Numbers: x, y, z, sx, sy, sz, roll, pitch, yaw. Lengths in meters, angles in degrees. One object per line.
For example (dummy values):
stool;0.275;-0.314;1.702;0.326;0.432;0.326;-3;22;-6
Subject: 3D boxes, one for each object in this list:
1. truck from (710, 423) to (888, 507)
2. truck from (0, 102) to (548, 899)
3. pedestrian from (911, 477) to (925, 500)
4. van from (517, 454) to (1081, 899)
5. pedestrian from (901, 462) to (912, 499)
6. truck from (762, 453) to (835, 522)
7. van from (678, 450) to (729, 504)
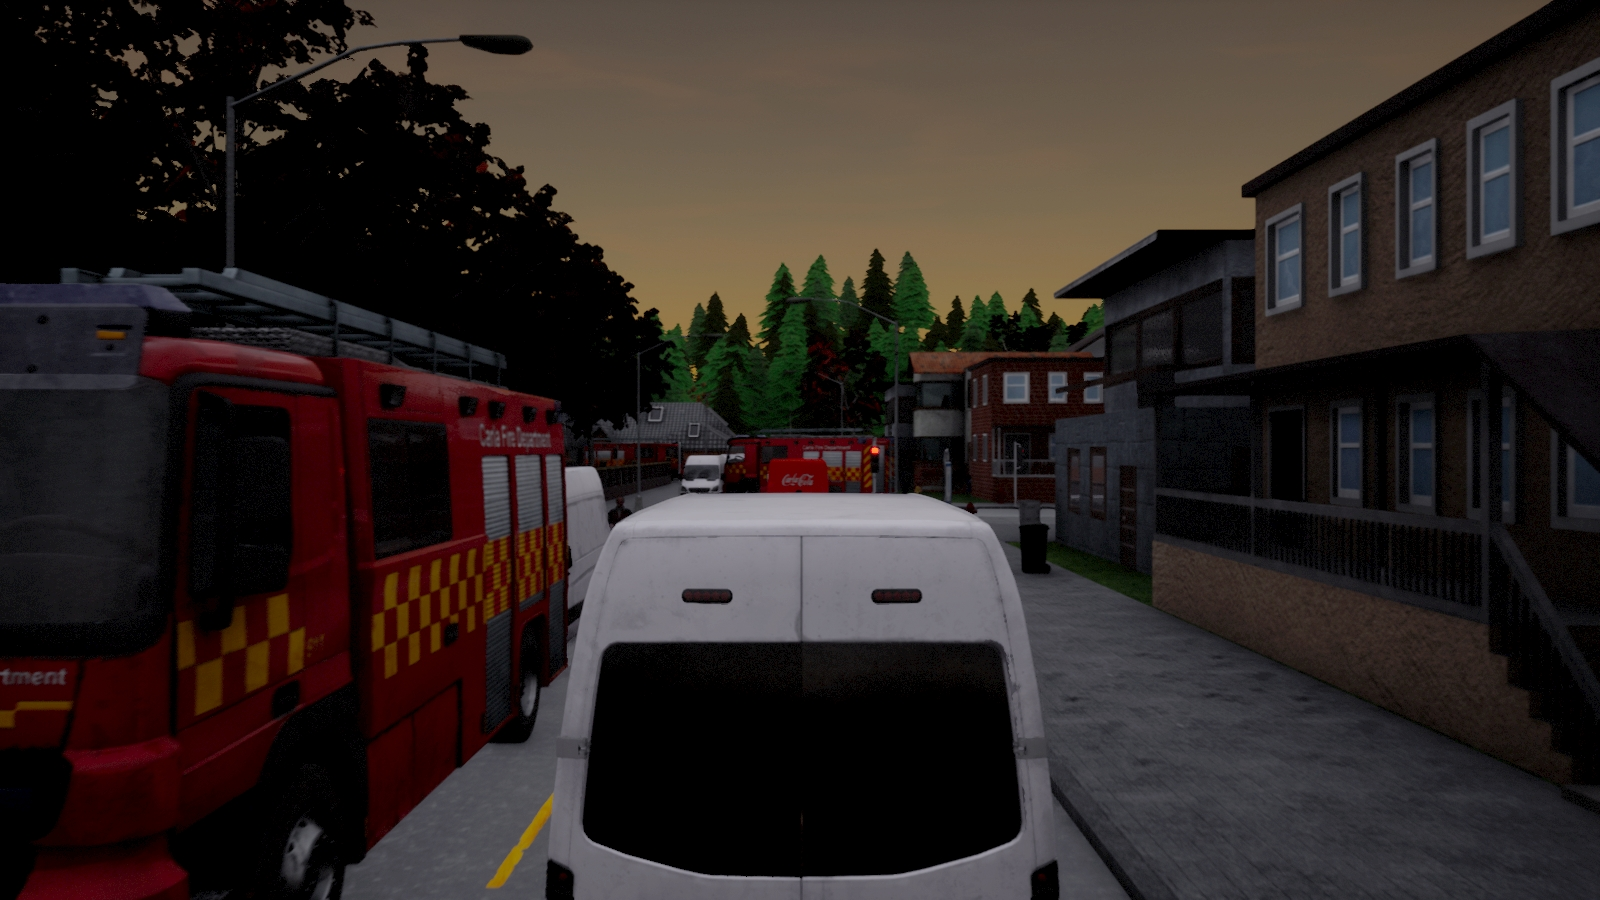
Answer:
truck;-0.142;0.670;55.186;8.468;3.827;2.891;0;0;36
truck;-4.207;0.671;8.316;2.891;3.827;8.468;0;0;0
pedestrian;5.800;1.896;56.071;0.500;1.100;0.500;0;0;-34
van;0.005;1.314;6.986;1.988;2.561;5.915;0;0;0
pedestrian;5.328;1.516;57.206;0.375;1.860;0.375;0;0;-27
truck;-0.074;1.348;43.677;2.627;2.467;5.204;0;0;0
van;-4.795;1.317;57.566;1.988;2.561;5.915;0;0;1
